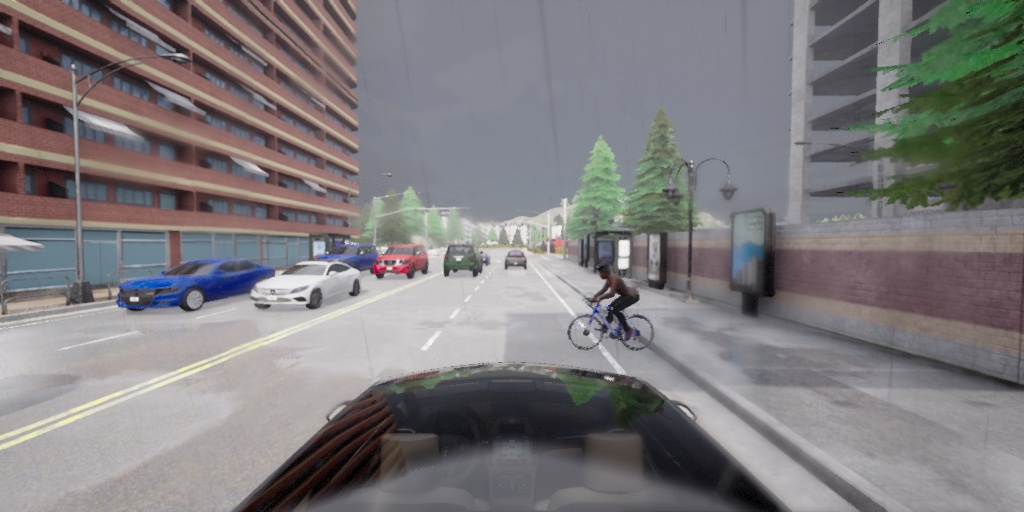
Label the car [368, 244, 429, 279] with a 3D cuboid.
[{"bbox_3d":[-6.925,0.269,23.120,2.150,2.045,5.566,0,2,1],"label":"car"}]

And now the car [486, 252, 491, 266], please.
[{"bbox_3d":[-3.166,0.260,35.667,1.895,1.301,4.718,0,2,1],"label":"car"}]

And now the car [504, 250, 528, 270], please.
[{"bbox_3d":[0.321,0.317,30.784,2.128,1.511,4.902,0,2,0],"label":"car"}]

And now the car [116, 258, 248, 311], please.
[{"bbox_3d":[-10.525,0.852,12.495,1.882,1.535,5.008,0,2,0],"label":"car"}]

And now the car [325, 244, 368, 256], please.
[{"bbox_3d":[-10.420,0.257,23.164,2.150,2.045,5.566,0,2,1],"label":"car"}]

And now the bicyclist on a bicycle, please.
[{"bbox_3d":[1.897,0.997,6.811,1.656,1.620,0.582,0,2,0],"label":"bicyclist on a bicycle"}]

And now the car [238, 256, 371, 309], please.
[{"bbox_3d":[-7.013,0.900,12.843,1.812,1.442,4.674,0,2,1],"label":"car"}]

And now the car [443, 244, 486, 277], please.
[{"bbox_3d":[-3.229,0.234,24.453,2.150,2.045,5.566,0,1,0],"label":"car"}]
